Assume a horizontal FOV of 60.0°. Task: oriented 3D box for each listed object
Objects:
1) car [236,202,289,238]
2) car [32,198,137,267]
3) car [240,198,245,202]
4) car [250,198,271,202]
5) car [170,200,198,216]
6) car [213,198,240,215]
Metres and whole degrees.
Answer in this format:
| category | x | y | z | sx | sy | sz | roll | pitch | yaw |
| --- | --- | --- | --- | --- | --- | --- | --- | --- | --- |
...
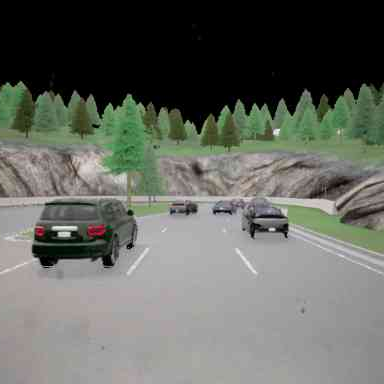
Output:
| category | x | y | z | sx | sy | sz | roll | pitch | yaw |
| --- | --- | --- | --- | --- | --- | --- | --- | --- | --- |
| car | 3.760 | 1.491 | 17.603 | 2.128 | 1.511 | 4.902 | 0 | 0 | 2 |
| car | -3.382 | 1.221 | 11.541 | 2.150 | 2.045 | 5.566 | 0 | 0 | 0 |
| car | 6.009 | 1.547 | 44.109 | 2.033 | 1.411 | 5.357 | 0 | 0 | 12 |
| car | 7.004 | 1.353 | 34.205 | 2.097 | 1.767 | 4.553 | 0 | 0 | 16 |
| car | -0.713 | 1.492 | 32.573 | 2.128 | 1.511 | 4.902 | 0 | 0 | 15 |
| car | 3.425 | 1.564 | 34.356 | 1.994 | 1.385 | 4.181 | 0 | 0 | 15 |
